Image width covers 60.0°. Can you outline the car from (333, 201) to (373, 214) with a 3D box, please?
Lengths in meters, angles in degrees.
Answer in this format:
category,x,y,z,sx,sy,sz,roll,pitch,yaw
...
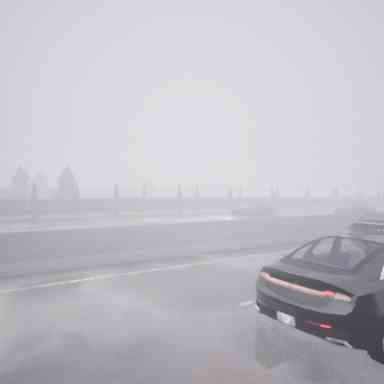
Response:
category,x,y,z,sx,sy,sz,roll,pitch,yaw
car,14.680,1.529,30.021,4.181,1.385,1.994,0,0,-32

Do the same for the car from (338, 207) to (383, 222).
category,x,y,z,sx,sy,sz,roll,pitch,yaw
car,8.185,1.487,13.142,4.892,1.490,1.837,0,0,-33

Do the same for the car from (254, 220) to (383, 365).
category,x,y,z,sx,sy,sz,roll,pitch,yaw
car,3.275,1.479,5.771,4.902,1.511,2.128,0,0,-33

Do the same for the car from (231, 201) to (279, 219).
category,x,y,z,sx,sy,sz,roll,pitch,yaw
car,5.354,1.493,28.208,4.181,1.385,1.994,0,0,-33
